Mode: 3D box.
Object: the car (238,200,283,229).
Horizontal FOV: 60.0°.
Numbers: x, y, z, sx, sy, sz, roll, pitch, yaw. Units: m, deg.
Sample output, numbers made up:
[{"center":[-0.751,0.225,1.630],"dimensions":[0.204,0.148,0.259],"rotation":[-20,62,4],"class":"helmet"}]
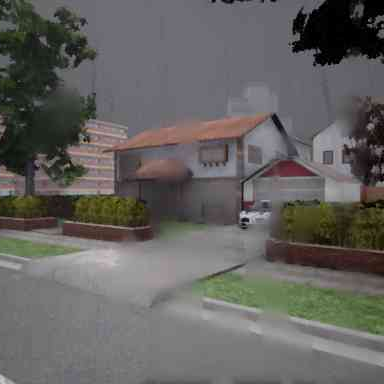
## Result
[{"center":[4.004,1.168,17.454],"dimensions":[1.970,1.475,3.806],"rotation":[0,0,36],"class":"car"}]
